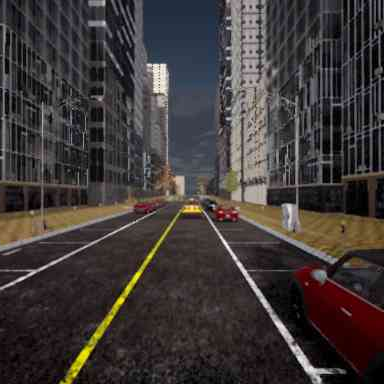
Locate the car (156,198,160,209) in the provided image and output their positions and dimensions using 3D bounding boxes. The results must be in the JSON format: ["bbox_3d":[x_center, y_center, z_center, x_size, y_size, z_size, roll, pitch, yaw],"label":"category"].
[{"bbox_3d":[-5.674,1.787,44.254,1.802,1.307,4.206,0,0,0],"label":"car"}]

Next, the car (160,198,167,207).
[{"bbox_3d":[-5.669,1.794,55.639,1.887,1.381,4.507,0,0,0],"label":"car"}]

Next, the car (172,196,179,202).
[{"bbox_3d":[-2.973,1.561,78.951,1.882,1.535,5.008,0,0,0],"label":"car"}]

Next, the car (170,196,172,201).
[{"bbox_3d":[-5.658,1.890,89.624,1.752,1.417,4.829,0,0,0],"label":"car"}]

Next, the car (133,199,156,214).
[{"bbox_3d":[-5.676,1.727,38.560,1.887,1.381,4.507,0,0,0],"label":"car"}]

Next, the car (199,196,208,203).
[{"bbox_3d":[2.720,1.770,78.397,1.967,1.590,4.097,0,0,0],"label":"car"}]

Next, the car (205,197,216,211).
[{"bbox_3d":[2.707,1.771,44.243,1.947,1.339,4.313,0,0,0],"label":"car"}]

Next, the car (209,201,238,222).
[{"bbox_3d":[2.701,1.679,27.167,1.887,1.381,4.507,0,0,0],"label":"car"}]

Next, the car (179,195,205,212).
[{"bbox_3d":[0.010,1.342,30.525,1.801,1.575,5.366,0,0,0],"label":"car"}]

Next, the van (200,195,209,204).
[{"bbox_3d":[2.718,1.652,72.706,1.690,1.788,3.998,0,0,0],"label":"van"}]

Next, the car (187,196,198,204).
[{"bbox_3d":[0.021,1.542,61.493,1.994,1.385,4.181,0,0,0],"label":"car"}]

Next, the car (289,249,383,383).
[{"bbox_3d":[2.692,1.464,4.397,1.967,1.590,4.097,0,0,0],"label":"car"}]

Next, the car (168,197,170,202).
[{"bbox_3d":[-5.668,1.837,61.331,1.947,1.339,4.313,0,0,0],"label":"car"}]
